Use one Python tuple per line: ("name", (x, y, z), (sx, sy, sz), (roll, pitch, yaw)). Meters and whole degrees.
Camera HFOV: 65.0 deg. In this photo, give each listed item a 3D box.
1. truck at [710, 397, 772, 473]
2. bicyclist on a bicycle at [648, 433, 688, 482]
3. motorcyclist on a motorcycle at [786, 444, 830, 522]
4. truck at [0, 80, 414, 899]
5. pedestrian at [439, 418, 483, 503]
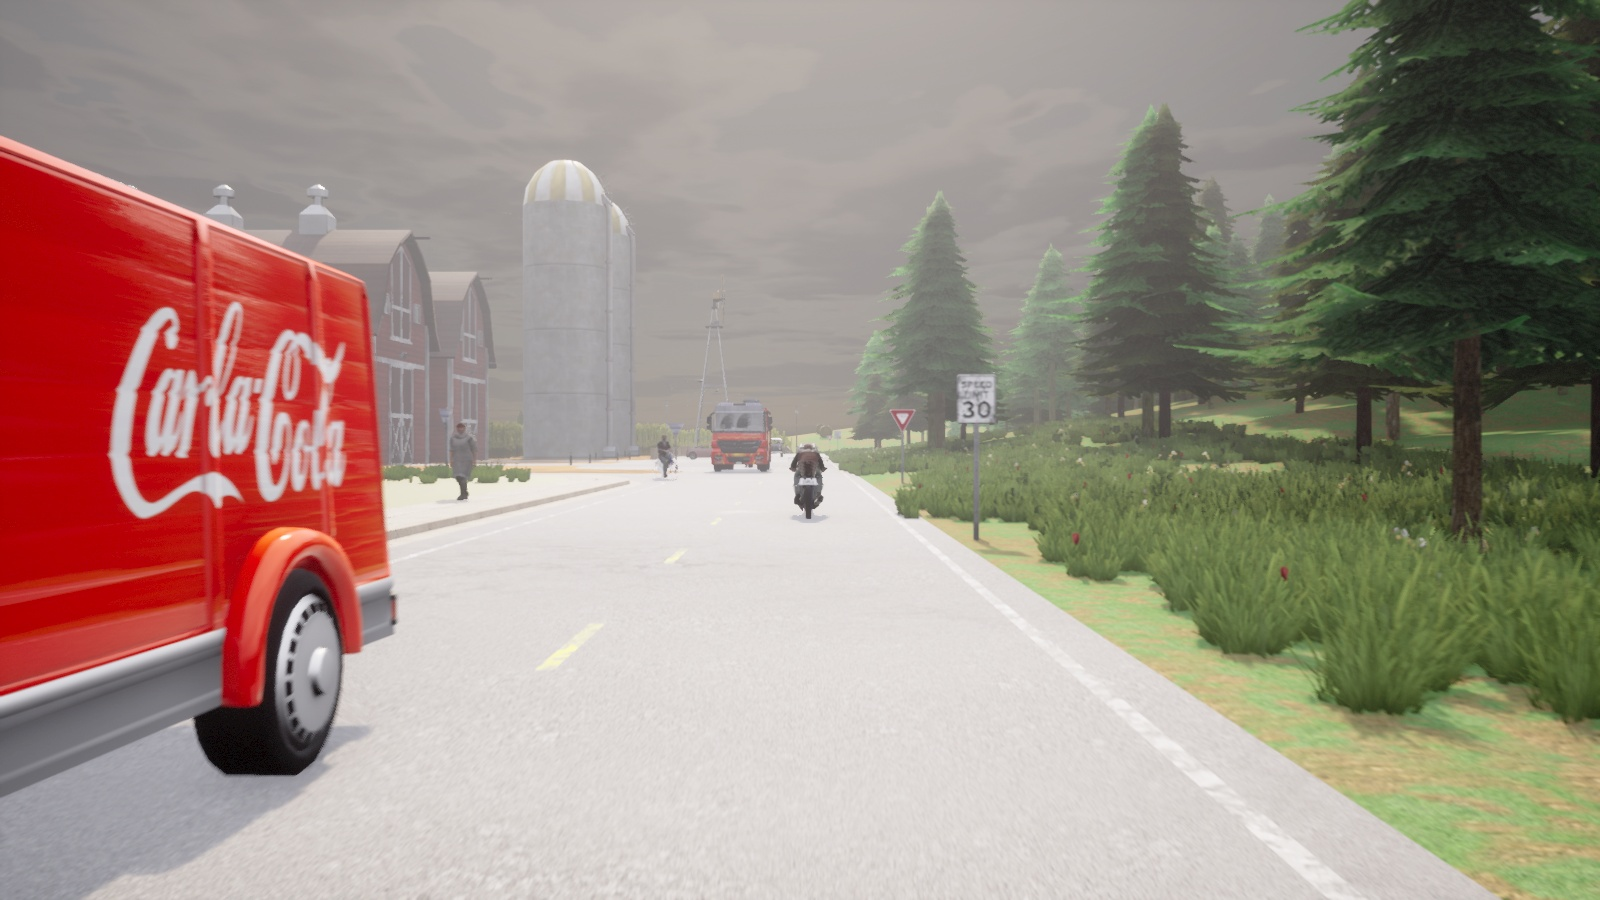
("truck", (-3.073, -0.801, 67.499), (2.891, 3.827, 8.468), (0, 0, 0))
("bicyclist on a bicycle", (-5.068, 0.271, 48.218), (0.659, 1.776, 1.843), (-2, 3, -36))
("motorcyclist on a motorcycle", (0.171, 0.637, 25.728), (0.866, 1.530, 2.191), (0, 0, 0))
("truck", (-3.459, 0.231, 4.329), (2.627, 2.467, 5.204), (0, 0, 0))
("pedestrian", (-7.930, 0.230, 29.395), (0.659, 1.952, 0.873), (0, 0, 15))
